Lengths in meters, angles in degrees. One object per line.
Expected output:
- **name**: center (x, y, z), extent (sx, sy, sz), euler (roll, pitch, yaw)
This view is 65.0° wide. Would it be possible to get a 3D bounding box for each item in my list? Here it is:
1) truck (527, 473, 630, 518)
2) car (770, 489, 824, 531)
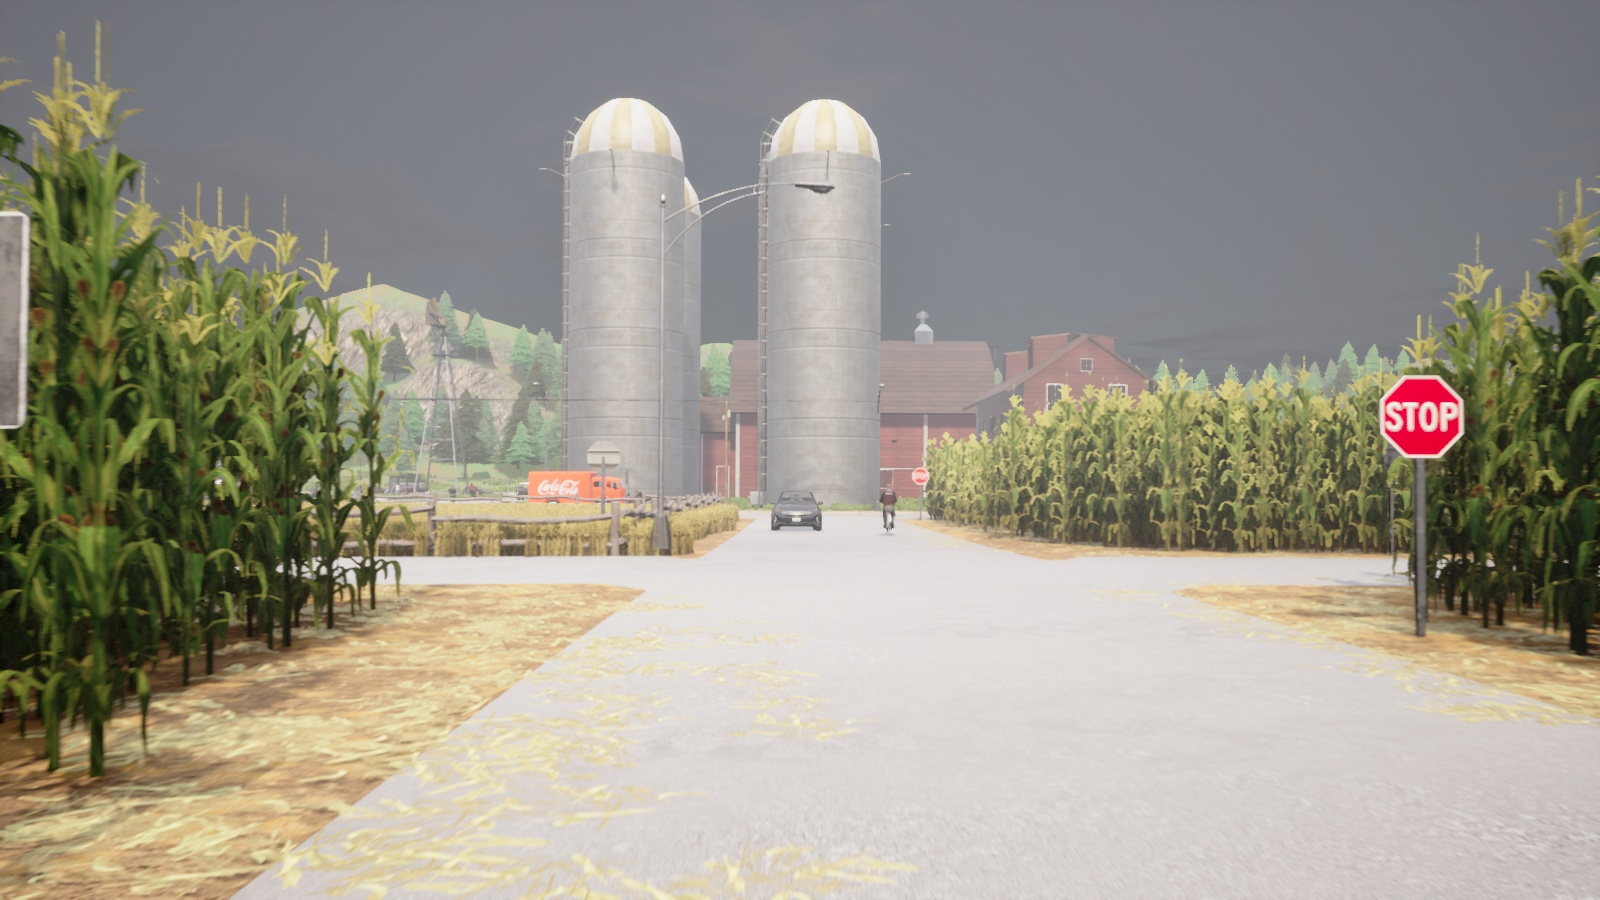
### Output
- **truck**: center (-12.212, 2.509, 69.459), extent (5.204, 2.467, 2.627), euler (0, -2, 0)
- **car**: center (-0.115, 2.273, 48.303), extent (2.007, 1.525, 4.514), euler (0, -2, 0)
